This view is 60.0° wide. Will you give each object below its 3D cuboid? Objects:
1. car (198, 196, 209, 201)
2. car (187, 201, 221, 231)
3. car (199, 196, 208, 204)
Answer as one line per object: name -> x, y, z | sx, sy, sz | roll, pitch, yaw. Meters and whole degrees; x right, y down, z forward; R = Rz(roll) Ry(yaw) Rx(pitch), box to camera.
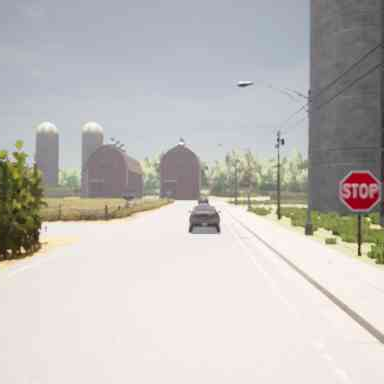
car -> 2.125, 1.530, 61.983 | 2.097, 1.767, 4.553 | 0, 0, 2
car -> 0.781, 1.565, 20.874 | 1.837, 1.490, 4.892 | 0, 0, 2
car -> 2.378, 1.665, 71.927 | 1.882, 1.535, 5.008 | 0, 0, 2
